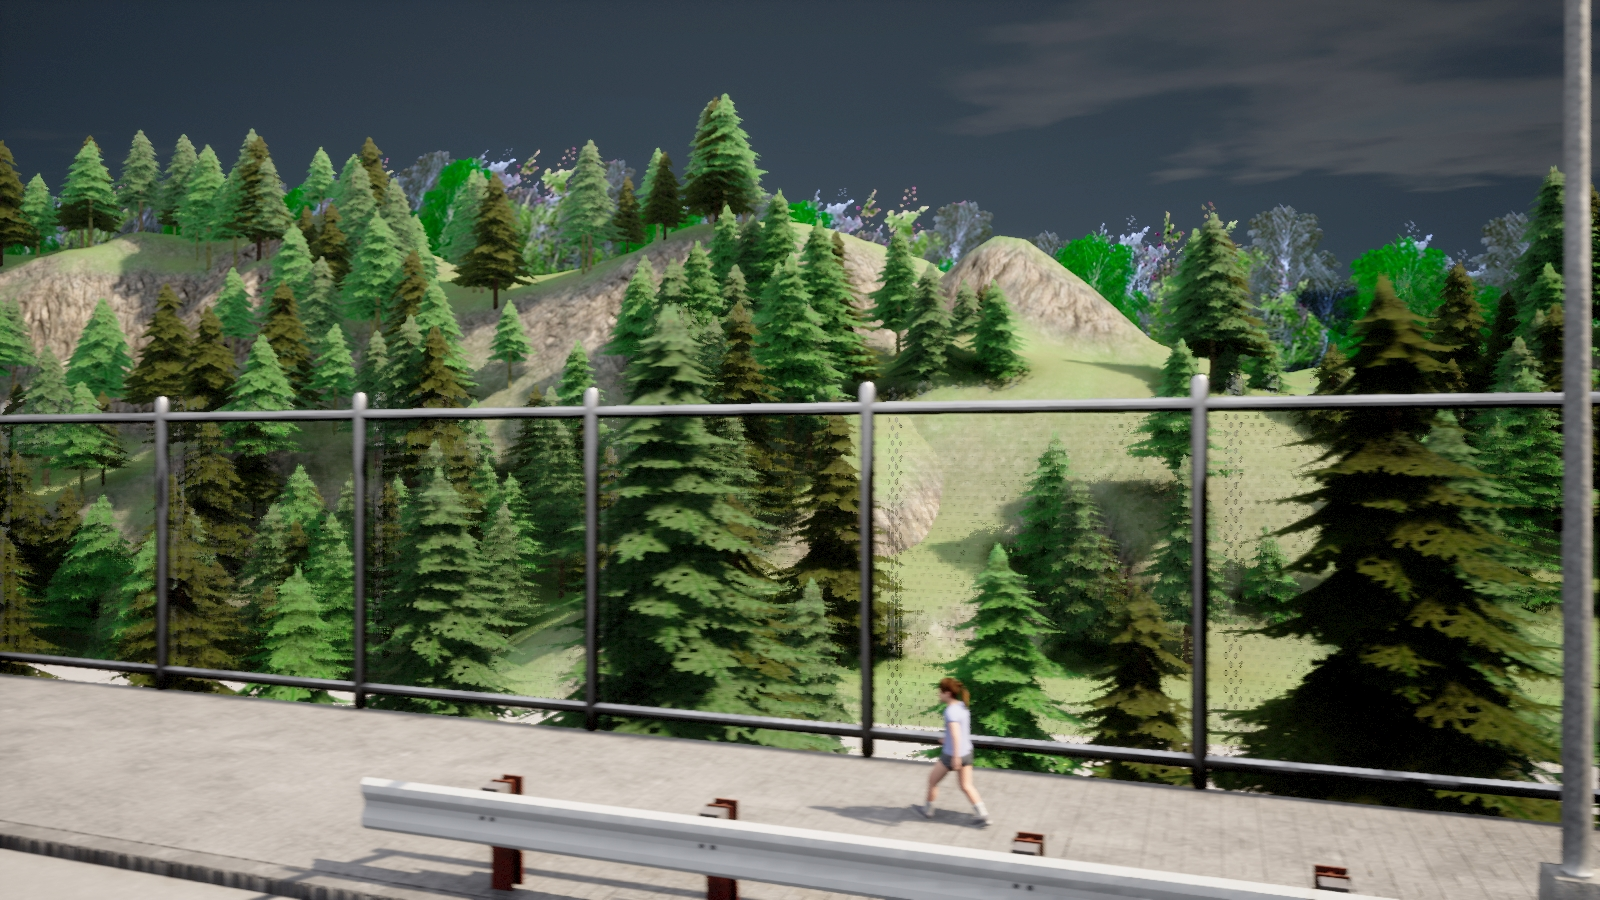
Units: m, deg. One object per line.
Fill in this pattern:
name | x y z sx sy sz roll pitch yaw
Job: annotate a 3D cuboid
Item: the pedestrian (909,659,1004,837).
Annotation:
pedestrian | 1.135 2.125 8.255 0.500 1.100 0.500 0 0 37
